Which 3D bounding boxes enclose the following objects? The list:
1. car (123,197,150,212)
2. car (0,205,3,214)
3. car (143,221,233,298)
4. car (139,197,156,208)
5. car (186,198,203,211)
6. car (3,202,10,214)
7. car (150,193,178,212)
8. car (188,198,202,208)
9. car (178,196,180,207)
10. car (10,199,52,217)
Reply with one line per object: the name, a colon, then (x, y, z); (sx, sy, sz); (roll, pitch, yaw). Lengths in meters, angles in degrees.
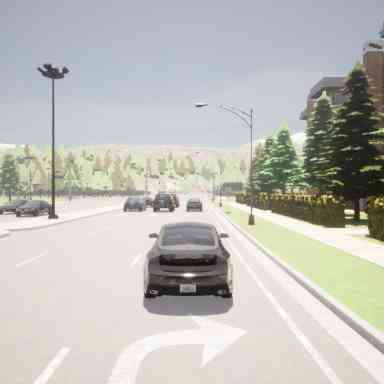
car: (-6.705, 1.352, 39.537); (2.097, 1.767, 4.553); (0, 0, 1)
car: (-15.041, 1.223, 21.352); (2.150, 2.045, 5.566); (0, 0, 1)
car: (-0.085, 1.504, 8.473); (1.837, 1.490, 4.892); (0, 0, 0)
car: (-6.554, 1.505, 49.464); (1.837, 1.490, 4.892); (0, 0, 1)
car: (0.297, 1.492, 39.606); (2.128, 1.511, 4.902); (0, 0, 1)
car: (-18.348, 1.526, 35.080); (1.812, 1.442, 4.674); (0, 0, 1)
car: (-3.216, 1.221, 38.798); (2.150, 2.045, 5.566); (0, 0, 1)
car: (0.450, 1.564, 49.671); (1.994, 1.385, 4.181); (0, 0, 1)
car: (-3.054, 1.221, 49.441); (2.150, 2.045, 5.566); (0, 0, 1)
car: (-14.894, 1.526, 31.707); (1.812, 1.442, 4.674); (0, 0, 1)
